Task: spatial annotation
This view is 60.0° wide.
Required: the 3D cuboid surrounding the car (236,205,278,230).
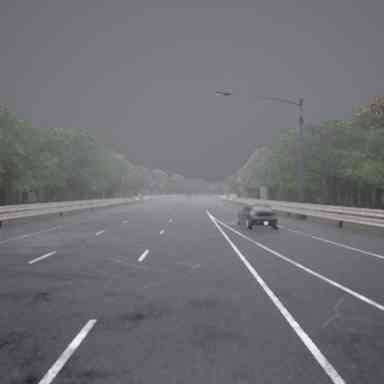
[{"bbox_3d":[4.188,1.597,21.899,1.837,1.490,4.892,0,0,-4],"label":"car"}]
